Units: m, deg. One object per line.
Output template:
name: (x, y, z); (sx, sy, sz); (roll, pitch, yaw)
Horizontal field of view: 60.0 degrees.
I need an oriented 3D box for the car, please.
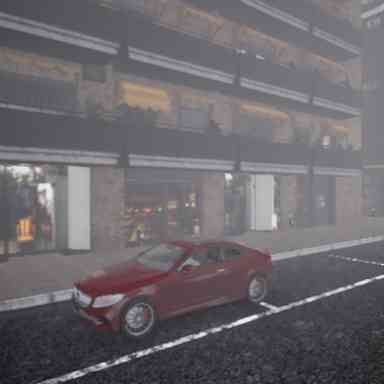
car: (-0.120, 1.558, 6.474); (4.206, 1.307, 1.802); (0, 0, -36)
